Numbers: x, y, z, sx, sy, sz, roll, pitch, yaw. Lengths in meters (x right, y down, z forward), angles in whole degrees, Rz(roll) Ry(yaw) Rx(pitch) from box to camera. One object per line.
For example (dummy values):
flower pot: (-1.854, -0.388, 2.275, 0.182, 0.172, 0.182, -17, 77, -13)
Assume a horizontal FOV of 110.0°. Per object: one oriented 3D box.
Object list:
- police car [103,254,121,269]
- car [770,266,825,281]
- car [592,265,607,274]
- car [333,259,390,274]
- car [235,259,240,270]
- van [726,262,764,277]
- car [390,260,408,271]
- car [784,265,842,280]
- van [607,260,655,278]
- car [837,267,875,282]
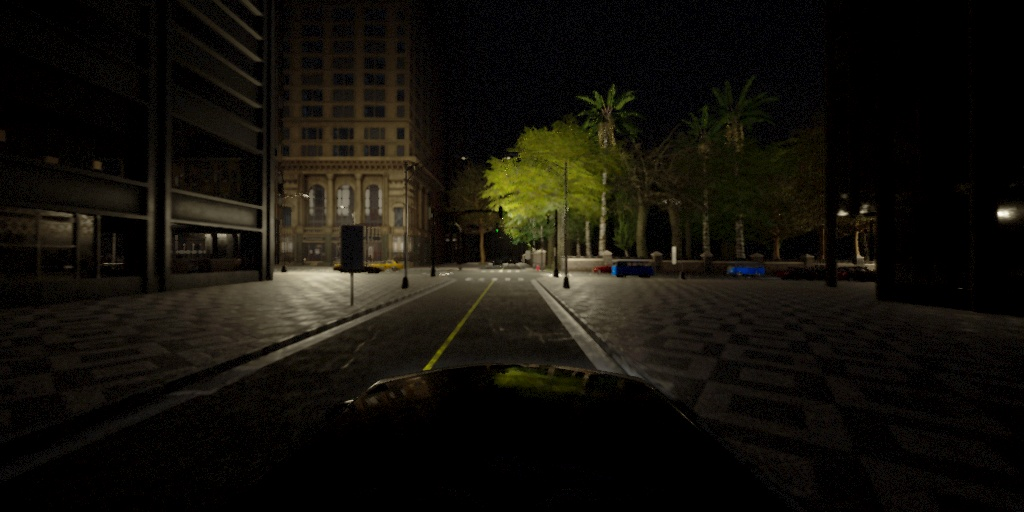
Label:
police car: (-39.736, 0.662, 38.303, 4.974, 1.542, 2.038, 1, 0, 0)
car: (28.437, 1.838, 35.278, 4.207, 1.307, 1.802, 0, 0, 0)
car: (11.888, 1.616, 43.867, 4.207, 1.307, 1.802, 0, 0, 0)
car: (-15.050, 1.063, 35.443, 4.829, 1.417, 1.751, 0, 0, 0)
car: (-26.391, 0.878, 35.487, 4.829, 1.417, 1.751, 0, 0, 0)
van: (28.458, 1.648, 43.804, 3.998, 1.789, 1.690, 0, 0, 0)
car: (-15.368, 1.114, 43.970, 4.829, 1.417, 1.751, 0, 0, 0)
car: (34.430, 1.882, 41.096, 4.902, 1.511, 2.128, 1, 0, 1)
van: (11.867, 1.324, 35.341, 3.998, 1.789, 1.690, 0, 0, 0)
car: (33.961, 1.787, 35.258, 4.097, 1.591, 1.967, 0, 0, 0)
